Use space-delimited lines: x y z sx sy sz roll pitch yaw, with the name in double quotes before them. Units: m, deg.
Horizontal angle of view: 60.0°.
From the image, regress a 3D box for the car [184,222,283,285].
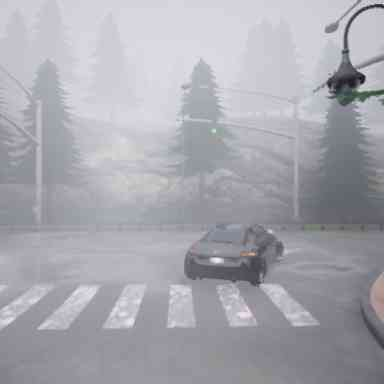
"car" 1.357 1.570 9.722 1.994 1.385 4.181 -1 0 22
